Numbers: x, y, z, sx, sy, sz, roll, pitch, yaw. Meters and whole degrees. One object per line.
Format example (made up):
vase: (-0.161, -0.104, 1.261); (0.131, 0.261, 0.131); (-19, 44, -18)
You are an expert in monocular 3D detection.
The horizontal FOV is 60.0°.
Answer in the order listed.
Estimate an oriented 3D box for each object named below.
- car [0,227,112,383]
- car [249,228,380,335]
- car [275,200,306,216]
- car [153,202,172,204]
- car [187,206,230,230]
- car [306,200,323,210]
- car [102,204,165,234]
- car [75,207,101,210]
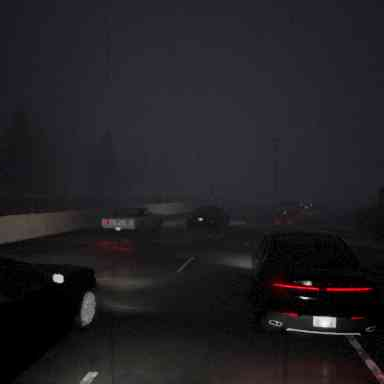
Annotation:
car: (-2.784, 1.477, 3.894); (1.882, 1.535, 5.008); (0, 0, 6)
car: (2.188, 1.505, 6.876); (1.837, 1.490, 4.892); (0, 0, 9)
car: (9.528, 1.599, 32.468); (1.895, 1.301, 4.718); (0, 0, 27)
car: (-4.008, 1.475, 36.995); (1.882, 1.535, 5.008); (0, 0, 26)
car: (1.134, 1.563, 21.196); (1.994, 1.385, 4.181); (0, 0, 18)
car: (15.095, 1.599, 42.011); (1.895, 1.301, 4.718); (0, 0, 35)
car: (-3.185, 1.599, 19.285); (1.895, 1.301, 4.718); (0, 0, 16)
car: (-9.579, 1.545, 33.241); (2.033, 1.411, 5.357); (0, 0, 23)
